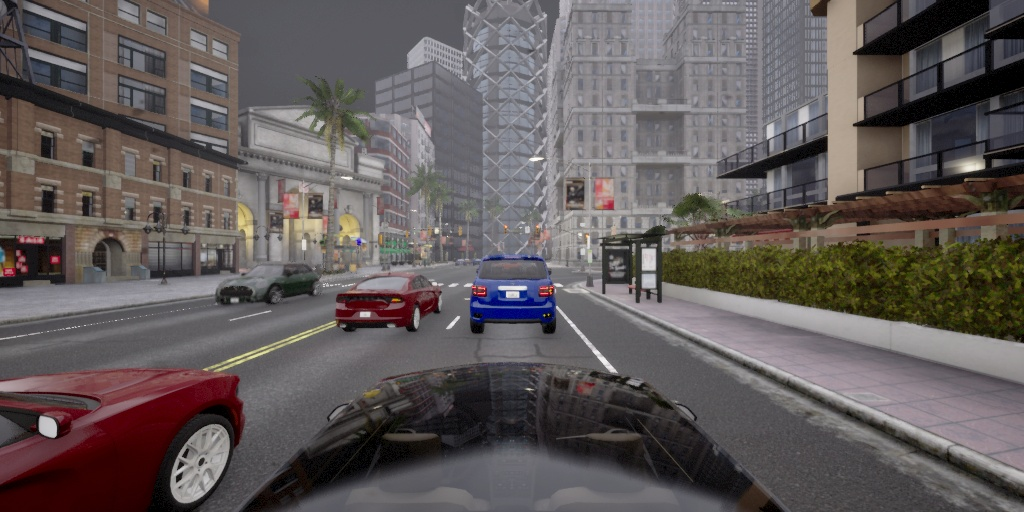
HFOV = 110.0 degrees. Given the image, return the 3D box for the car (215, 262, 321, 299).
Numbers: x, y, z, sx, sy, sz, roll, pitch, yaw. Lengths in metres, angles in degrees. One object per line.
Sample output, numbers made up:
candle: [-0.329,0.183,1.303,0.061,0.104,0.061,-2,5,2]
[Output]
car: [-10.576,1.102,15.935,2.097,1.767,4.553,0,0,0]

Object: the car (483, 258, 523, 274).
car: [-1.052,1.102,42.880,4.553,1.767,2.097,0,0,-40]

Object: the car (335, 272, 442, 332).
car: [-3.443,1.228,10.932,1.882,1.535,5.008,0,0,0]

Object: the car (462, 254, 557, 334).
car: [0.052,0.971,10.823,2.150,2.045,5.566,0,0,1]

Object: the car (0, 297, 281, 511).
car: [-3.390,1.228,1.255,1.882,1.535,5.008,0,0,0]
